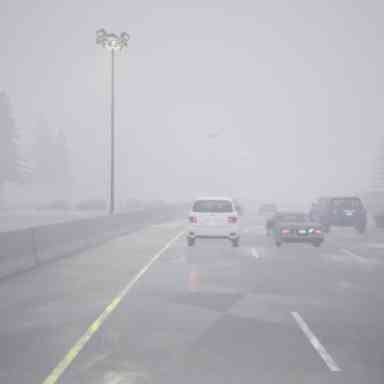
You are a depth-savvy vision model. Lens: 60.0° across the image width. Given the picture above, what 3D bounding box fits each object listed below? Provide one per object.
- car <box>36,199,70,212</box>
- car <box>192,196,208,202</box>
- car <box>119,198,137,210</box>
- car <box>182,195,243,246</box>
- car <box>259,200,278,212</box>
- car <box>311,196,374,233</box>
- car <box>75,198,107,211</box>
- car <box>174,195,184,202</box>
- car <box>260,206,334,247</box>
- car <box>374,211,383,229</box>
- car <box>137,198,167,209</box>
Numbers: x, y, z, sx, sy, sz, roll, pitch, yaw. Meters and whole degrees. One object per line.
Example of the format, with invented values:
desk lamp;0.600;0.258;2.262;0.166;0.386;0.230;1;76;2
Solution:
car;-16.280;1.539;39.279;1.812;1.442;4.674;0;0;14
car;1.866;1.627;78.261;1.812;1.442;4.674;0;0;28
car;-7.908;1.530;43.745;2.128;1.511;4.902;0;0;16
car;1.074;1.245;15.555;2.150;2.045;5.566;0;0;6
car;8.339;1.594;36.144;1.812;1.442;4.674;0;0;14
car;8.712;1.269;20.293;2.150;2.045;5.566;0;0;8
car;-12.311;1.502;40.792;1.882;1.535;5.008;0;0;14
car;-2.485;1.451;77.384;1.812;1.442;4.674;0;0;26
car;4.533;1.579;15.329;2.033;1.411;5.357;0;0;6
car;12.078;1.532;18.959;1.882;1.535;5.008;0;0;7
car;-4.678;1.592;42.493;2.033;1.411;5.357;0;0;15
